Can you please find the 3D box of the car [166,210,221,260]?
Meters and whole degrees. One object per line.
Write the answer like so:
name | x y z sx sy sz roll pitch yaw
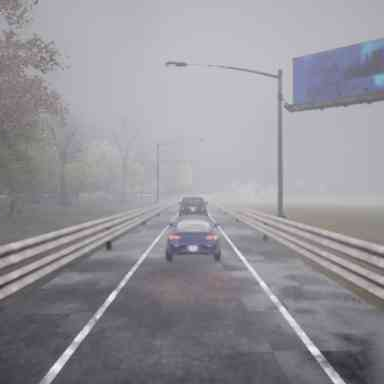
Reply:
car | 0.065 1.598 12.563 1.812 1.442 4.674 0 -1 1

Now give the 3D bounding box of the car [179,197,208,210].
car | 0.112 1.373 26.403 2.150 2.045 5.566 0 0 1
